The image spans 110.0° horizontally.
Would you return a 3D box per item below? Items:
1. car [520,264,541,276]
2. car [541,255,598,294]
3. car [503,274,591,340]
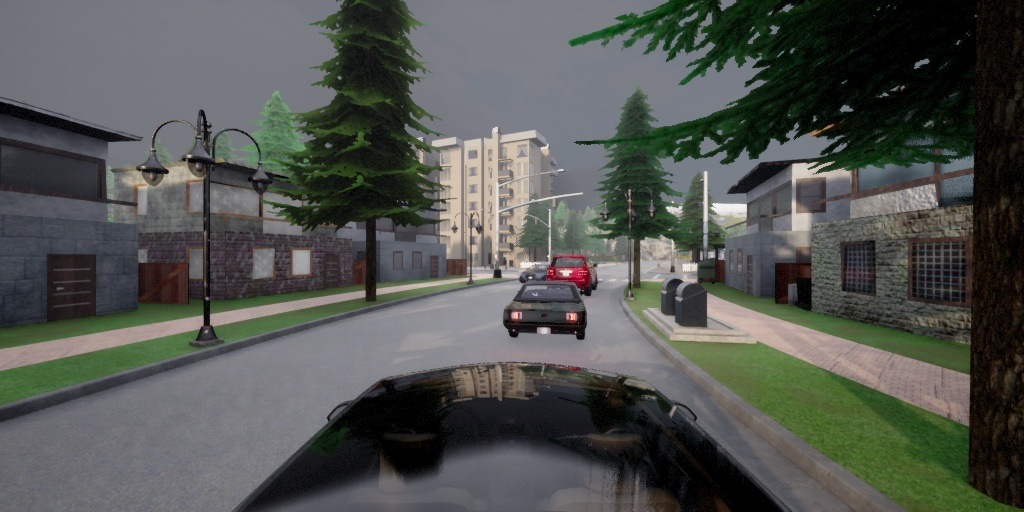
[{"bbox_3d":[2.046,1.315,26.483,1.994,1.385,4.181,0,0,23],"label":"car"},{"bbox_3d":[3.366,0.971,19.553,2.150,2.045,5.566,0,0,18],"label":"car"},{"bbox_3d":[1.071,1.351,10.057,1.895,1.301,4.718,0,0,9],"label":"car"}]
